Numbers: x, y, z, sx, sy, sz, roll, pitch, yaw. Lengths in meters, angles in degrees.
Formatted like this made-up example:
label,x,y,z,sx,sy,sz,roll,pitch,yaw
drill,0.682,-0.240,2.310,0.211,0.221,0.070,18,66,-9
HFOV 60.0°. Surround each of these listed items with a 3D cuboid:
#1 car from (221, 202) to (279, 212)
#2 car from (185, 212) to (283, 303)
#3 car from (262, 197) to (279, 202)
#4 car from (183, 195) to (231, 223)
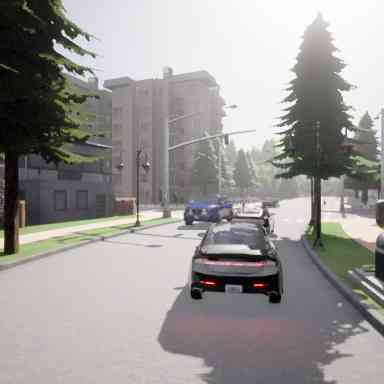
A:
label,x,y,z,sx,sy,sz,roll,pitch,yaw
car,3.231,1.490,17.375,2.128,1.511,4.902,0,0,18
car,1.105,1.491,8.268,2.128,1.511,4.902,0,0,9
car,11.359,1.508,48.128,1.882,1.535,5.008,0,0,24
car,1.296,1.224,23.216,2.150,2.045,5.566,0,0,22
